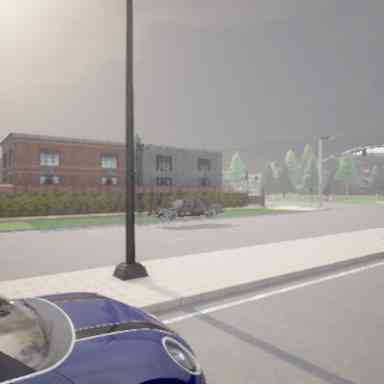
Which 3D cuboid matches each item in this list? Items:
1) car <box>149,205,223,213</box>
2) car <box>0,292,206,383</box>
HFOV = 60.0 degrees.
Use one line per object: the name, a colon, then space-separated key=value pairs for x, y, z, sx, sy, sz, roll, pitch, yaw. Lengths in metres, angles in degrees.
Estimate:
car: x=-0.280 y=1.076 z=22.095 sx=5.357 sy=1.411 sz=2.033 roll=0 pitch=0 yaw=-36
car: x=-2.068 y=1.355 z=2.271 sx=4.553 sy=1.767 sz=2.097 roll=0 pitch=0 yaw=-35
